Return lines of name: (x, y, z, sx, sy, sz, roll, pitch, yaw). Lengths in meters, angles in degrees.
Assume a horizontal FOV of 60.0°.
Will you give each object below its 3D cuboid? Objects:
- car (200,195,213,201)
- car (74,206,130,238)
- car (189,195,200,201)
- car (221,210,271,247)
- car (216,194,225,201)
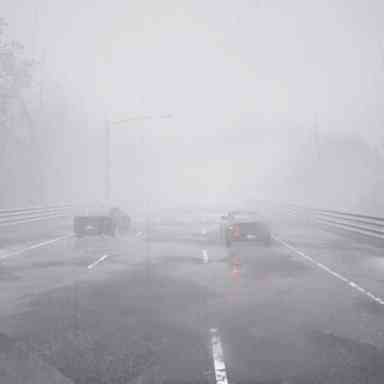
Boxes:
car: (3.772, 1.677, 85.813, 1.895, 1.301, 4.718, 0, 0, 7)
car: (-4.615, 1.485, 17.736, 1.882, 1.535, 5.008, 0, 0, 2)
car: (0.242, 1.622, 85.746, 2.033, 1.411, 5.357, 0, 0, 7)
car: (2.315, 1.530, 14.924, 1.812, 1.442, 4.674, 0, 0, 1)
car: (7.334, 1.438, 86.171, 2.097, 1.767, 4.553, 0, 0, 7)
